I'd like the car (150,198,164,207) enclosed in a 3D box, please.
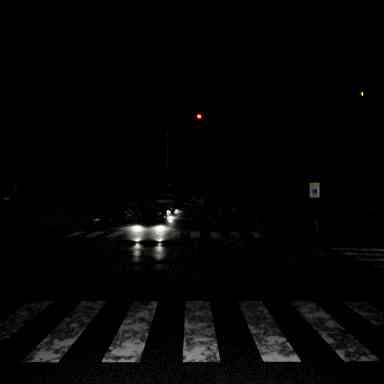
[{"bbox_3d":[-5.537,1.622,52.552,1.802,1.307,4.206,0,0,0],"label":"car"}]

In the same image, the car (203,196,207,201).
[{"bbox_3d":[2.964,1.585,47.065,2.008,1.369,4.403,0,0,0],"label":"car"}]

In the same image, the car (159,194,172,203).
[{"bbox_3d":[-5.466,1.374,68.923,2.192,1.841,5.009,0,0,0],"label":"car"}]

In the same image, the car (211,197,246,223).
[{"bbox_3d":[2.869,1.325,25.239,2.192,1.841,5.009,0,0,0],"label":"car"}]

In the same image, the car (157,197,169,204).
[{"bbox_3d":[-5.490,1.634,63.466,1.802,1.307,4.206,0,0,0],"label":"car"}]

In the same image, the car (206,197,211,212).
[{"bbox_3d":[2.916,1.588,36.152,1.947,1.339,4.313,0,0,0],"label":"car"}]

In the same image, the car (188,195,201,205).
[{"bbox_3d":[0.350,1.611,59.270,1.994,1.385,4.181,0,0,1],"label":"car"}]

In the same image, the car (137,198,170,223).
[{"bbox_3d":[-2.992,1.489,25.670,1.882,1.535,5.008,0,0,0],"label":"car"}]

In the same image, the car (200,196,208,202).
[{"bbox_3d":[2.682,1.573,75.896,1.837,1.490,4.892,0,0,0],"label":"car"}]

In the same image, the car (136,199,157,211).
[{"bbox_3d":[-5.585,1.579,41.638,2.008,1.369,4.403,0,0,0],"label":"car"}]

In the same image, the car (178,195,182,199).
[{"bbox_3d":[-2.892,1.525,46.180,2.128,1.511,4.902,0,0,0],"label":"car"}]

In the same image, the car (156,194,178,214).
[{"bbox_3d":[-2.947,1.243,35.736,2.150,2.045,5.566,0,0,0],"label":"car"}]

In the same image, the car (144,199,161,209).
[{"bbox_3d":[-5.561,1.616,47.095,1.802,1.307,4.206,0,0,0],"label":"car"}]

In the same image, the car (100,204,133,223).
[{"bbox_3d":[-5.656,1.576,25.267,1.947,1.339,4.313,0,0,0],"label":"car"}]

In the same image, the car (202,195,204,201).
[{"bbox_3d":[2.988,1.480,52.521,1.967,1.590,4.097,0,0,0],"label":"car"}]

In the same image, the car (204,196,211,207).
[{"bbox_3d":[2.940,1.579,41.608,2.008,1.369,4.403,0,0,0],"label":"car"}]
